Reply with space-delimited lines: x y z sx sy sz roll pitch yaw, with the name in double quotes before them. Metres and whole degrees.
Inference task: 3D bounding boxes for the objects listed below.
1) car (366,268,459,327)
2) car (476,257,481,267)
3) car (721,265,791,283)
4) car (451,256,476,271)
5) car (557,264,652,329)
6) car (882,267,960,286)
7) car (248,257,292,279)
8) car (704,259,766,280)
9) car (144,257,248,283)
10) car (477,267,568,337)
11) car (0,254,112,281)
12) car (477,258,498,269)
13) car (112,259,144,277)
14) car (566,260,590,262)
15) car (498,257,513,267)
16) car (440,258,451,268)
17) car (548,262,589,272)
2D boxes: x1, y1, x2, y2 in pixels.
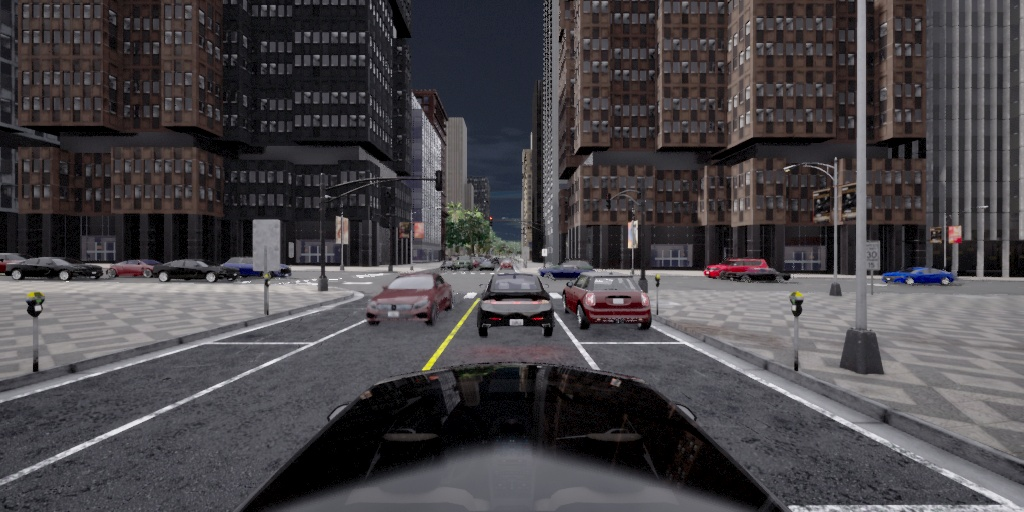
"car" -3.087 1.274 11.728 1.812 1.442 4.674 0 0 1
"car" -6.665 1.245 59.370 1.882 1.535 5.008 0 0 0
"car" 21.429 1.682 31.372 4.718 1.301 1.895 1 0 0
"car" -6.584 0.968 49.380 2.150 2.045 5.566 0 0 0
"car" 2.735 1.189 11.178 1.967 1.591 4.097 0 0 0
"car" 35.534 1.764 31.483 5.008 1.535 1.882 1 0 0
"car" -19.561 0.852 27.562 4.553 1.767 2.097 1 0 0
"car" 21.653 1.300 34.622 5.566 2.045 2.150 1 0 0
"car" -21.271 0.958 24.297 5.008 1.535 1.882 1 0 -1
"car" 0.077 1.240 10.292 2.128 1.511 4.902 0 0 -1
"car" -30.738 0.824 24.216 5.008 1.535 1.882 1 0 0
"car" -3.420 1.313 50.821 1.994 1.385 4.181 0 0 0
"car" -28.205 0.943 27.482 4.181 1.385 1.994 1 0 -1
"car" 5.576 1.199 34.482 4.553 1.767 2.097 1 0 -1
"car" -0.756 1.192 52.560 1.967 1.591 4.097 0 0 -1
"car" -9.280 1.318 52.482 1.948 1.339 4.313 0 0 -1
"car" 4.624 1.439 31.224 4.718 1.301 1.895 1 0 -1
